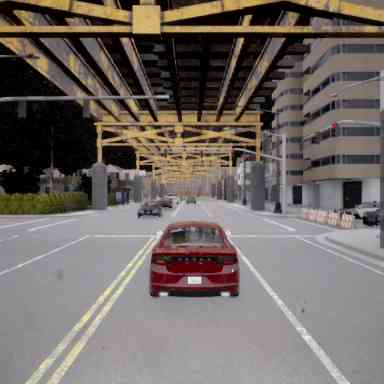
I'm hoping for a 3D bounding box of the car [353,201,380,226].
[{"bbox_3d":[13.216,1.453,21.315,4.974,1.542,2.038,0,0,-20],"label":"car"}]

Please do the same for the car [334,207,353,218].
[{"bbox_3d":[13.581,1.295,25.453,4.536,1.218,1.853,0,0,25],"label":"car"}]

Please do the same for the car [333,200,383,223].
[{"bbox_3d":[13.534,1.453,25.474,4.974,1.542,2.038,0,0,25],"label":"car"}]

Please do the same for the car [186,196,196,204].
[{"bbox_3d":[-0.137,1.547,63.294,2.033,1.411,5.357,0,0,0],"label":"car"}]

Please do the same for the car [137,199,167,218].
[{"bbox_3d":[-3.663,1.564,29.753,1.994,1.385,4.181,0,0,0],"label":"car"}]

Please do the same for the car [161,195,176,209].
[{"bbox_3d":[-3.688,1.547,46.402,2.033,1.411,5.357,0,0,0],"label":"car"}]

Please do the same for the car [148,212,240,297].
[{"bbox_3d":[0.056,1.478,8.619,1.882,1.535,5.008,0,0,0],"label":"car"}]

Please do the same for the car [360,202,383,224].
[{"bbox_3d":[13.265,1.295,21.333,4.536,1.218,1.853,0,0,-20],"label":"car"}]

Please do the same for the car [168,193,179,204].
[{"bbox_3d":[-3.639,1.209,62.609,2.150,2.045,5.566,0,0,0],"label":"car"}]
